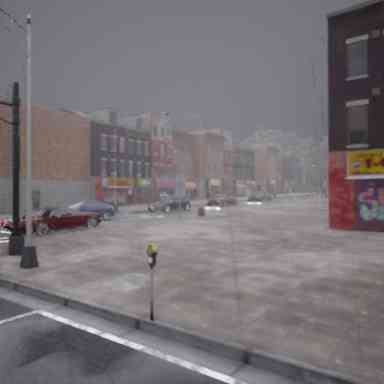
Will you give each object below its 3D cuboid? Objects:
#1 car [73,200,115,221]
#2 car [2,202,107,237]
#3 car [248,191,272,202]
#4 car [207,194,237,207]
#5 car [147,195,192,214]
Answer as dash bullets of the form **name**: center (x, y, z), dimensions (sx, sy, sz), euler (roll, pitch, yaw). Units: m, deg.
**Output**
- **car**: center (-7.284, 1.294, 22.141), dimensions (1.812, 1.442, 4.674), euler (0, 1, 37)
- **car**: center (-7.055, 1.452, 17.398), dimensions (1.895, 1.301, 4.718), euler (0, 1, 34)
- **car**: center (9.243, 0.624, 45.348), dimensions (1.994, 1.385, 4.181), euler (0, 1, 36)
- **car**: center (3.381, 0.863, 37.145), dimensions (1.994, 1.385, 4.181), euler (0, 1, 36)
- **car**: center (-1.942, 1.034, 29.667), dimensions (1.837, 1.490, 4.892), euler (0, 1, 35)
